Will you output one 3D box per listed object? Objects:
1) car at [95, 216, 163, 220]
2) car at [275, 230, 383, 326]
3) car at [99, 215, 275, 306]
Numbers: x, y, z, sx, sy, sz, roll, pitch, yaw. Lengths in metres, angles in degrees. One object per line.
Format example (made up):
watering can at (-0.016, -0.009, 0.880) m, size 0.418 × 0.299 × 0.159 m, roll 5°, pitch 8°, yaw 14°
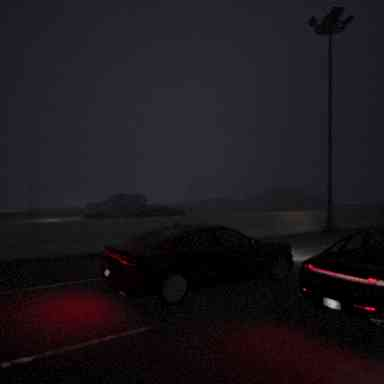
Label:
car at (-2.634, 1.464, 18.880) m, size 4.902 × 1.511 × 2.128 m, roll 0°, pitch 0°, yaw -32°
car at (4.158, 1.487, 6.397) m, size 4.902 × 1.511 × 2.128 m, roll 0°, pitch 0°, yaw -33°
car at (0.341, 1.467, 8.072) m, size 5.008 × 1.535 × 1.882 m, roll 0°, pitch 0°, yaw -34°
